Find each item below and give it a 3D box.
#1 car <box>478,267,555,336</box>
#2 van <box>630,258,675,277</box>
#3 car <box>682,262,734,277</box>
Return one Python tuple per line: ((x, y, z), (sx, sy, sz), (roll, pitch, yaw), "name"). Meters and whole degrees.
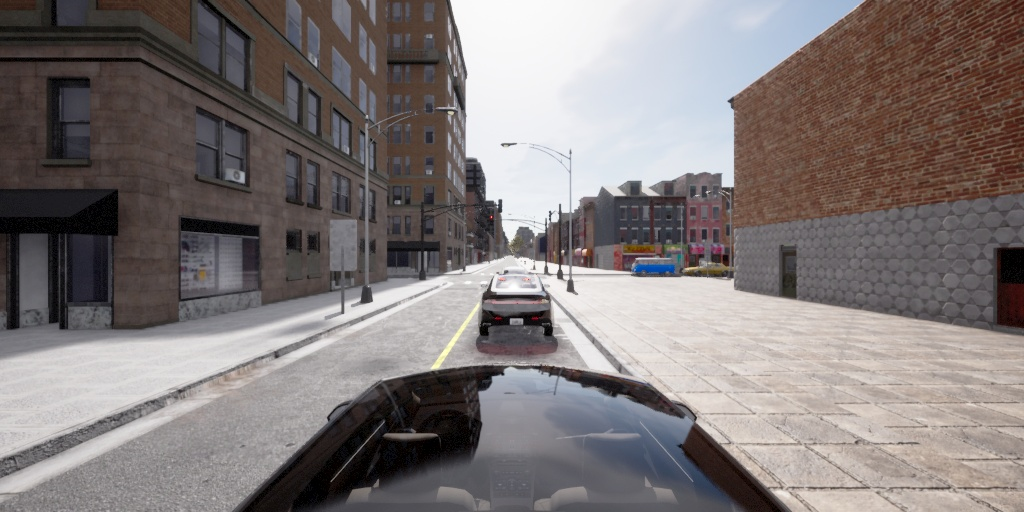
((0.105, 1.241, 10.370), (2.128, 1.511, 4.902), (0, 0, 0), "car")
((13.764, 1.087, 35.073), (3.998, 1.789, 1.690), (0, 0, 0), "van")
((19.206, 1.267, 35.060), (4.829, 1.417, 1.751), (0, 0, 0), "car")
